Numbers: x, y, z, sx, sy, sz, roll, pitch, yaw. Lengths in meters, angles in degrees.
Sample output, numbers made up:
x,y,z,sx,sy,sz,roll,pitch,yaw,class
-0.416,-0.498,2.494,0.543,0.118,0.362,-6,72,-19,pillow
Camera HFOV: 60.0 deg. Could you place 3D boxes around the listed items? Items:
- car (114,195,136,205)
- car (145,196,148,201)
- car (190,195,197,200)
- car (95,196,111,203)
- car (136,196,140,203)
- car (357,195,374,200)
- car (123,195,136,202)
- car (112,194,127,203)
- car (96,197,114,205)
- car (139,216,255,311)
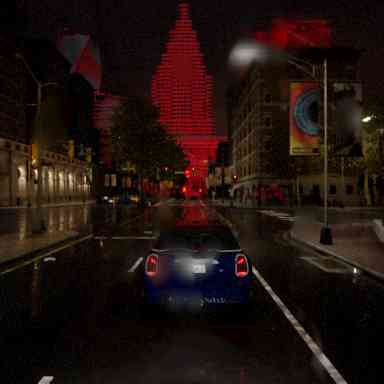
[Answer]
x,y,z,sx,sy,sz,roll,pitch,yaw,class
-11.383,1.511,56.737,1.812,1.442,4.674,0,0,0,car
-11.232,1.533,75.758,1.994,1.385,4.181,0,0,0,car
0.323,1.517,91.067,2.033,1.411,5.357,0,0,0,car
-18.012,1.578,67.415,1.895,1.301,4.718,0,0,0,car
-11.296,1.461,65.885,1.882,1.535,5.008,0,0,1,car
34.687,1.463,68.621,2.231,1.521,4.892,0,0,0,car
-14.723,1.505,78.423,2.128,1.511,4.902,0,0,0,car
-14.760,1.335,68.022,2.097,1.767,4.553,0,0,0,car
-14.873,1.533,57.912,2.033,1.411,5.357,0,0,0,car
0.102,1.350,7.902,2.097,1.767,4.553,0,0,0,car
